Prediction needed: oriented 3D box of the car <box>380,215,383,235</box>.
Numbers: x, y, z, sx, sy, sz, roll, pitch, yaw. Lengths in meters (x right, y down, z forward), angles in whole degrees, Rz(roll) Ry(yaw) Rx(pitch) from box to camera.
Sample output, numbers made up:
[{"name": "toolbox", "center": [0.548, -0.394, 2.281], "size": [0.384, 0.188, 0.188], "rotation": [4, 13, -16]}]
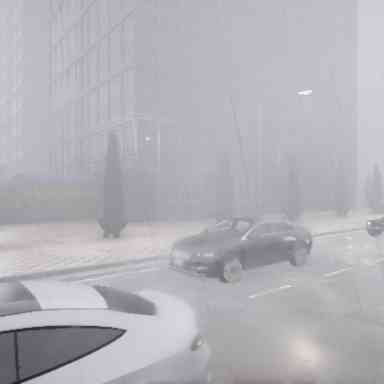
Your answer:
[{"name": "car", "center": [8.588, 1.221, 10.760], "size": [5.566, 2.045, 2.150], "rotation": [0, 0, -36]}]

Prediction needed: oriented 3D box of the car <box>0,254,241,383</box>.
[{"name": "car", "center": [-1.906, 1.526, 2.413], "size": [4.674, 1.442, 1.812], "rotation": [0, 0, -40]}]

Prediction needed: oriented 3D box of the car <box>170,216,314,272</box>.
[{"name": "car", "center": [1.600, 1.492, 9.737], "size": [4.902, 1.511, 2.128], "rotation": [0, 0, -38]}]

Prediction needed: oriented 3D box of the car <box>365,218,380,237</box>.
[{"name": "car", "center": [10.708, 1.601, 16.878], "size": [4.718, 1.301, 1.895], "rotation": [0, 0, -38]}]
